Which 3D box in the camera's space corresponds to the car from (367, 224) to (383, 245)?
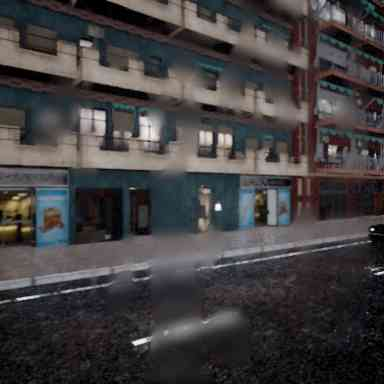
[{"bbox_3d":[9.713,1.656,14.605,4.718,1.301,1.895,0,0,-35],"label":"car"}]
